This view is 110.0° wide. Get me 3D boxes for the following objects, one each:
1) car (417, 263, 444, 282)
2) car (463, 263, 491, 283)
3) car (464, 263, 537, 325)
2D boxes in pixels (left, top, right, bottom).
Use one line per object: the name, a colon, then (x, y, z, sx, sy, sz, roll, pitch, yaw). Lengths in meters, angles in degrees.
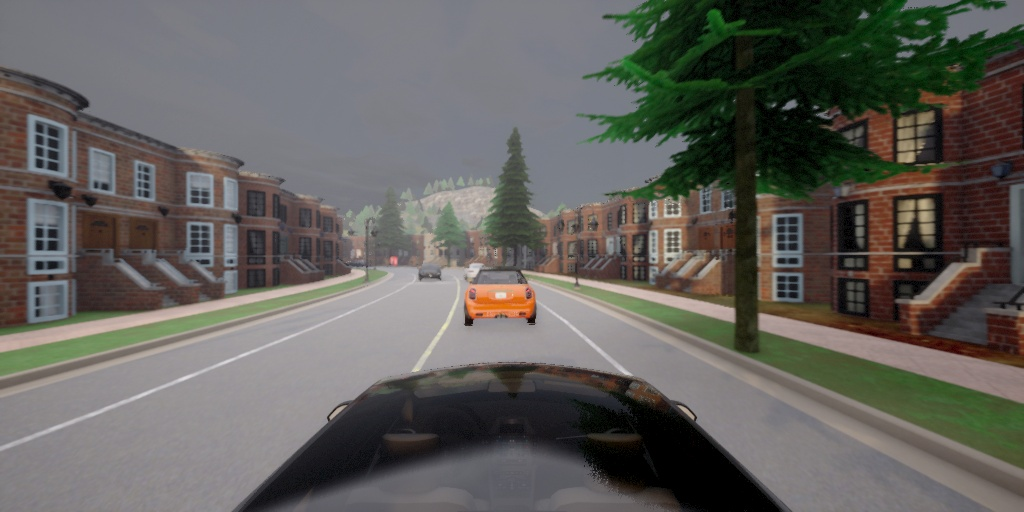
car: (-6.917, 1.319, 30.415, 1.837, 1.490, 4.892, 0, 0, -13)
car: (-2.944, 1.327, 29.572, 1.812, 1.442, 4.674, 0, 0, -12)
car: (-0.464, 1.119, 12.084, 2.097, 1.767, 4.553, 0, 0, -4)
